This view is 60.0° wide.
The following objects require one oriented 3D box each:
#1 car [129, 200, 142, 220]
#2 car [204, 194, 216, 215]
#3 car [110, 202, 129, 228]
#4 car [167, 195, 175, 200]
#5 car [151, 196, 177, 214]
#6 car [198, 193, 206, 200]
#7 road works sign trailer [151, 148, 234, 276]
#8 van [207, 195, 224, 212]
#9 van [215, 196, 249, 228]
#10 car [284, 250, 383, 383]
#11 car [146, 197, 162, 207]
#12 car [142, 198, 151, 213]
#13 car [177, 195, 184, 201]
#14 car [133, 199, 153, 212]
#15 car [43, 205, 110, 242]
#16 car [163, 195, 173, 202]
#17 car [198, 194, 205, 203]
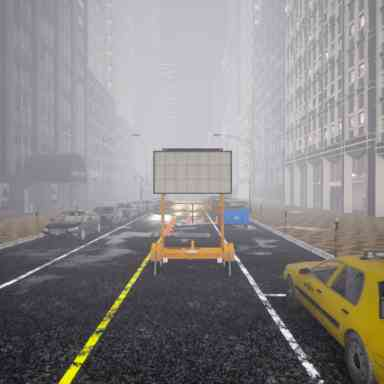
[{"bbox_3d":[-5.687,1.538,27.599,1.887,1.381,4.507,-1,0,0],"label":"car"},{"bbox_3d":[2.694,1.307,33.279,2.192,1.841,5.009,-1,0,0],"label":"car"},{"bbox_3d":[-5.689,1.561,21.916,1.947,1.339,4.313,-1,0,0],"label":"car"},{"bbox_3d":[-5.661,1.501,89.950,1.752,1.417,4.829,-1,0,0],"label":"car"},{"bbox_3d":[-3.085,1.483,35.587,2.128,1.511,4.902,0,0,0],"label":"car"},{"bbox_3d":[2.717,1.291,90.116,2.192,1.841,5.009,-1,0,0],"label":"car"},{"bbox_3d":[0.020,0.462,10.279,2.380,3.560,2.880,0,0,0],"label":"road works sign trailer"},{"bbox_3d":[2.696,1.332,38.963,1.690,1.788,3.998,-1,0,0],"label":"van"},{"bbox_3d":[2.690,1.336,21.912,1.690,1.788,3.998,-1,0,0],"label":"van"},{"bbox_3d":[2.685,1.524,5.031,1.752,1.417,4.829,-1,0,0],"label":"car"},{"bbox_3d":[-5.678,1.539,50.334,2.008,1.369,4.403,-1,0,0],"label":"car"},{"bbox_3d":[-5.685,1.543,33.283,2.008,1.369,4.403,-1,0,0],"label":"car"},{"bbox_3d":[-2.966,1.483,84.831,1.837,1.490,4.892,0,0,0],"label":"car"},{"bbox_3d":[-5.682,1.573,38.967,1.802,1.307,4.206,-1,0,0],"label":"car"},{"bbox_3d":[-5.691,1.547,16.232,2.008,1.369,4.403,-1,0,0],"label":"car"},{"bbox_3d":[-5.667,1.420,78.752,1.967,1.590,4.097,-1,0,0],"label":"car"},{"bbox_3d":[2.708,1.536,61.697,2.008,1.369,4.403,-1,0,0],"label":"car"}]
